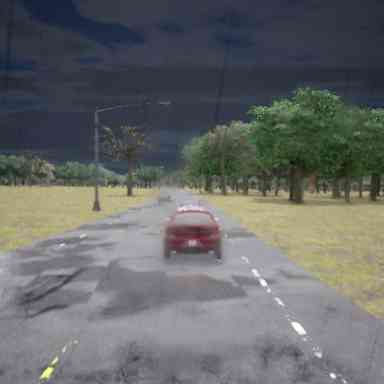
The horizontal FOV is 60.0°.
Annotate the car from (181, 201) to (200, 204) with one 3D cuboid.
[{"bbox_3d":[-0.121,1.382,26.176,1.895,1.301,4.718,0,1,0],"label":"car"}]

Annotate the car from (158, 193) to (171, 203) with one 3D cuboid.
[{"bbox_3d":[-4.213,0.897,51.284,1.882,1.535,5.008,0,1,-1],"label":"car"}]

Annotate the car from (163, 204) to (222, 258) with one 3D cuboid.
[{"bbox_3d":[0.019,1.404,12.452,1.882,1.535,5.008,0,-1,0],"label":"car"}]
